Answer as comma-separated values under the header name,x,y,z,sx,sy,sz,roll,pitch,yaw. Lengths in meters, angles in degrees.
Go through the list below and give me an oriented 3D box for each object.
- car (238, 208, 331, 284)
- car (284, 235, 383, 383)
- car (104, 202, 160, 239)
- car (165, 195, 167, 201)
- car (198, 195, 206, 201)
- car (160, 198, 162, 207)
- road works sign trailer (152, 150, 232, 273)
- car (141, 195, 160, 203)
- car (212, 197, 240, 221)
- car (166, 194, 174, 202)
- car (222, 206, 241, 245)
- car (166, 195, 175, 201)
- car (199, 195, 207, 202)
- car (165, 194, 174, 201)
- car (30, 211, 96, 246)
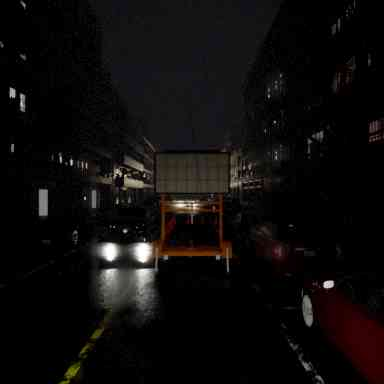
name,x,y,z,sx,sy,sz,roll,pitch,yaw
car,2.694,1.440,9.554,1.967,1.590,4.097,0,0,0
car,2.692,1.545,3.917,1.887,1.381,4.507,0,0,0
car,-2.996,1.504,17.332,1.837,1.490,4.892,0,0,0
car,-5.677,1.570,54.651,1.802,1.307,4.206,0,0,0
car,2.713,1.516,88.463,1.887,1.381,4.507,0,0,0
car,-5.677,1.305,49.015,2.192,1.841,5.009,0,0,0
road works sign trailer,0.002,0.464,10.687,2.380,3.560,2.880,0,0,0
car,-5.679,1.432,43.378,1.967,1.590,4.097,0,0,0
car,2.699,1.312,26.463,2.192,1.841,5.009,0,0,0
car,-5.669,1.293,77.196,2.192,1.841,5.009,0,0,0
car,2.695,1.550,15.189,2.008,1.369,4.403,0,0,0
car,-5.668,1.516,88.469,1.887,1.381,4.507,0,0,0
car,2.710,1.503,77.360,1.752,1.417,4.829,0,0,0
car,-5.669,1.415,82.832,1.967,1.590,4.097,0,0,0
car,-5.686,1.565,15.195,1.947,1.339,4.313,0,0,0
